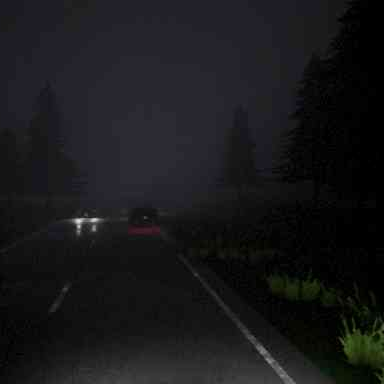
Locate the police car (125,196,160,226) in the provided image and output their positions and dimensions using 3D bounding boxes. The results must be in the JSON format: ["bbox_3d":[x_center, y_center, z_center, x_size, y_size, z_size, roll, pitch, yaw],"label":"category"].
[{"bbox_3d":[-3.316,1.313,22.482,1.930,1.638,5.238,-1,0,-11],"label":"police car"}]

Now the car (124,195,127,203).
[{"bbox_3d":[-6.482,1.326,38.054,1.837,1.490,4.892,-1,0,-11],"label":"car"}]

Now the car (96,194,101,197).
[{"bbox_3d":[-21.134,0.965,68.267,5.008,1.535,1.882,-1,0,-11],"label":"car"}]

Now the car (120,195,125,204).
[{"bbox_3d":[-11.161,1.231,56.249,1.882,1.535,5.008,-1,0,-11],"label":"car"}]

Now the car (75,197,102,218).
[{"bbox_3d":[-9.081,1.455,29.473,2.033,1.411,5.357,-1,0,-11],"label":"car"}]

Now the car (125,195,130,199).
[{"bbox_3d":[-5.286,1.351,32.174,1.837,1.490,4.892,-1,0,-11],"label":"car"}]
